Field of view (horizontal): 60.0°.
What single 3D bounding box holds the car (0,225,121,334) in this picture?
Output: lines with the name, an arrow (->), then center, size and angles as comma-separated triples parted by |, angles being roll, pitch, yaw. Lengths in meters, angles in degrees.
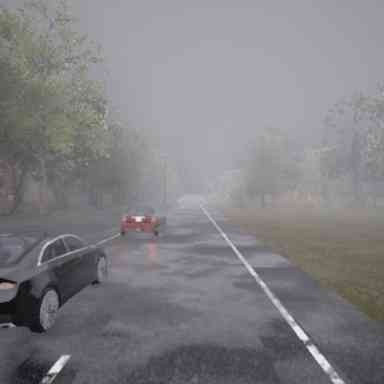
car -> -3.181, 1.539, 6.840 | 2.128, 1.511, 4.902 | 0, 0, 1

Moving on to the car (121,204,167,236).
car -> -2.735, 1.489, 19.658 | 2.097, 1.767, 4.553 | 0, 0, 2
